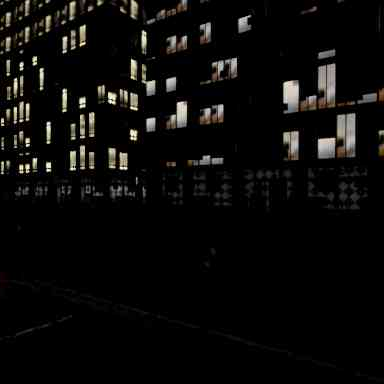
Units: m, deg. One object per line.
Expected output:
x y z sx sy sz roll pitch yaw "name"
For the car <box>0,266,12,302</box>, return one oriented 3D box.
-5.554 1.526 6.846 4.829 1.417 1.752 0 0 36 "car"
